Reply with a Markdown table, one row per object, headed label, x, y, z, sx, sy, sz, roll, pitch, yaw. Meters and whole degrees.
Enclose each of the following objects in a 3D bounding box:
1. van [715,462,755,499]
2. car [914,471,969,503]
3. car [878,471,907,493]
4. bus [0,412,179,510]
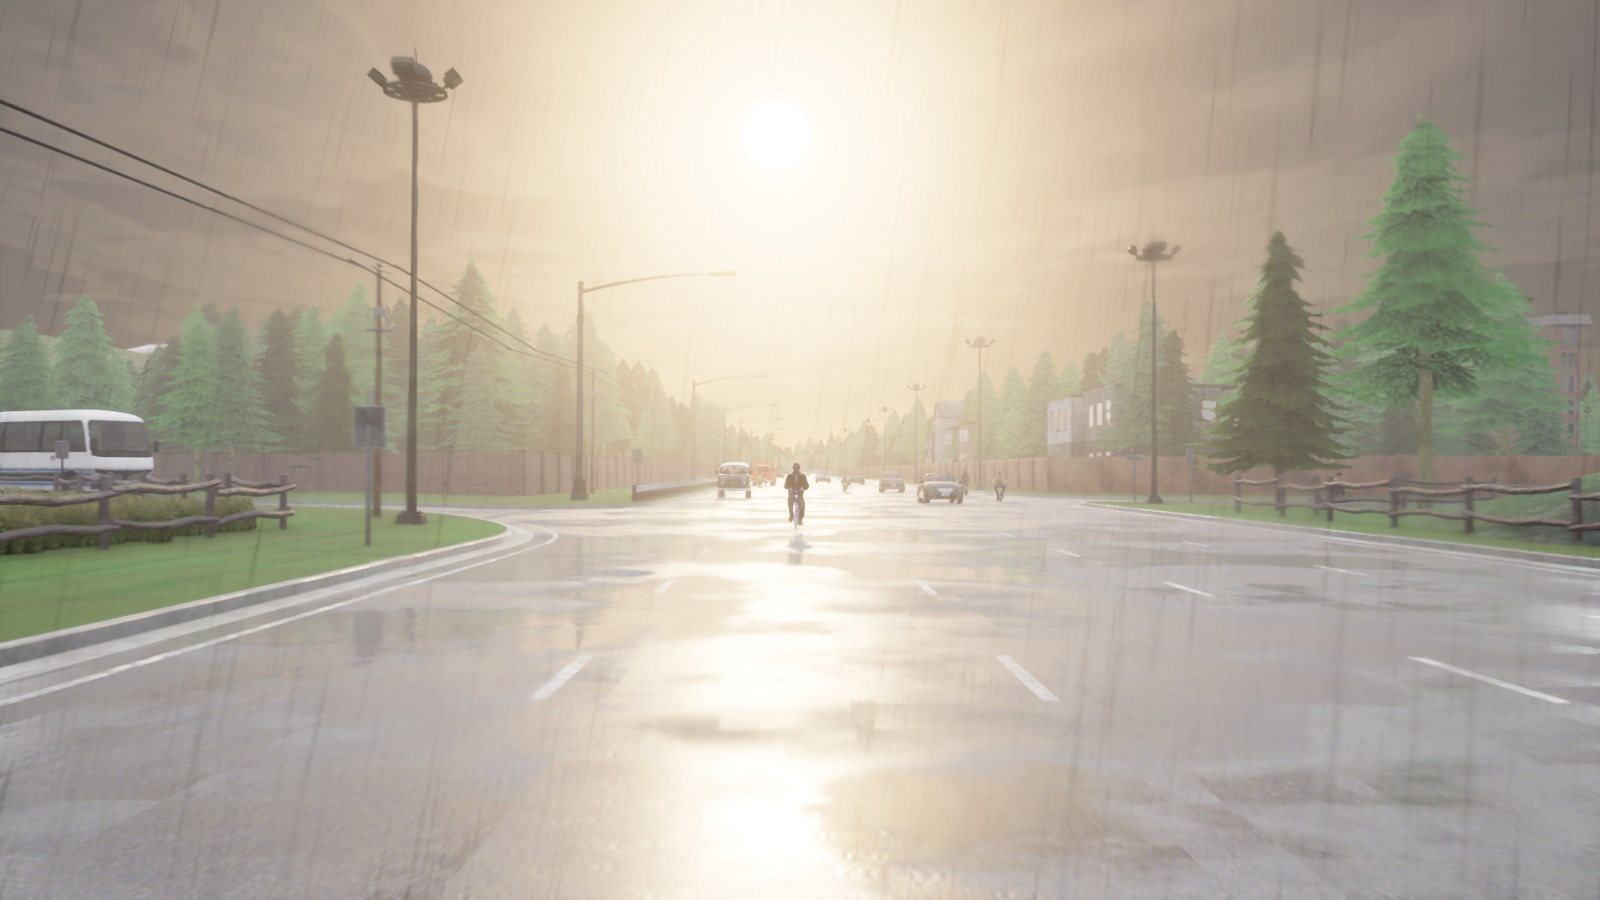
| label | x | y | z | sx | sy | sz | roll | pitch | yaw |
| --- | --- | --- | --- | --- | --- | --- | --- | --- | --- |
| van | -3.685 | 1.760 | 71.801 | 2.069 | 2.038 | 4.480 | 0 | -1 | 0 |
| car | 6.843 | 1.773 | 61.255 | 2.128 | 1.511 | 4.902 | 0 | -1 | 0 |
| car | 6.764 | 2.311 | 92.052 | 1.789 | 1.549 | 3.705 | 0 | -1 | 0 |
| bus | -34.341 | 0.560 | 58.701 | 10.273 | 4.253 | 3.944 | -1 | -1 | 25 |
